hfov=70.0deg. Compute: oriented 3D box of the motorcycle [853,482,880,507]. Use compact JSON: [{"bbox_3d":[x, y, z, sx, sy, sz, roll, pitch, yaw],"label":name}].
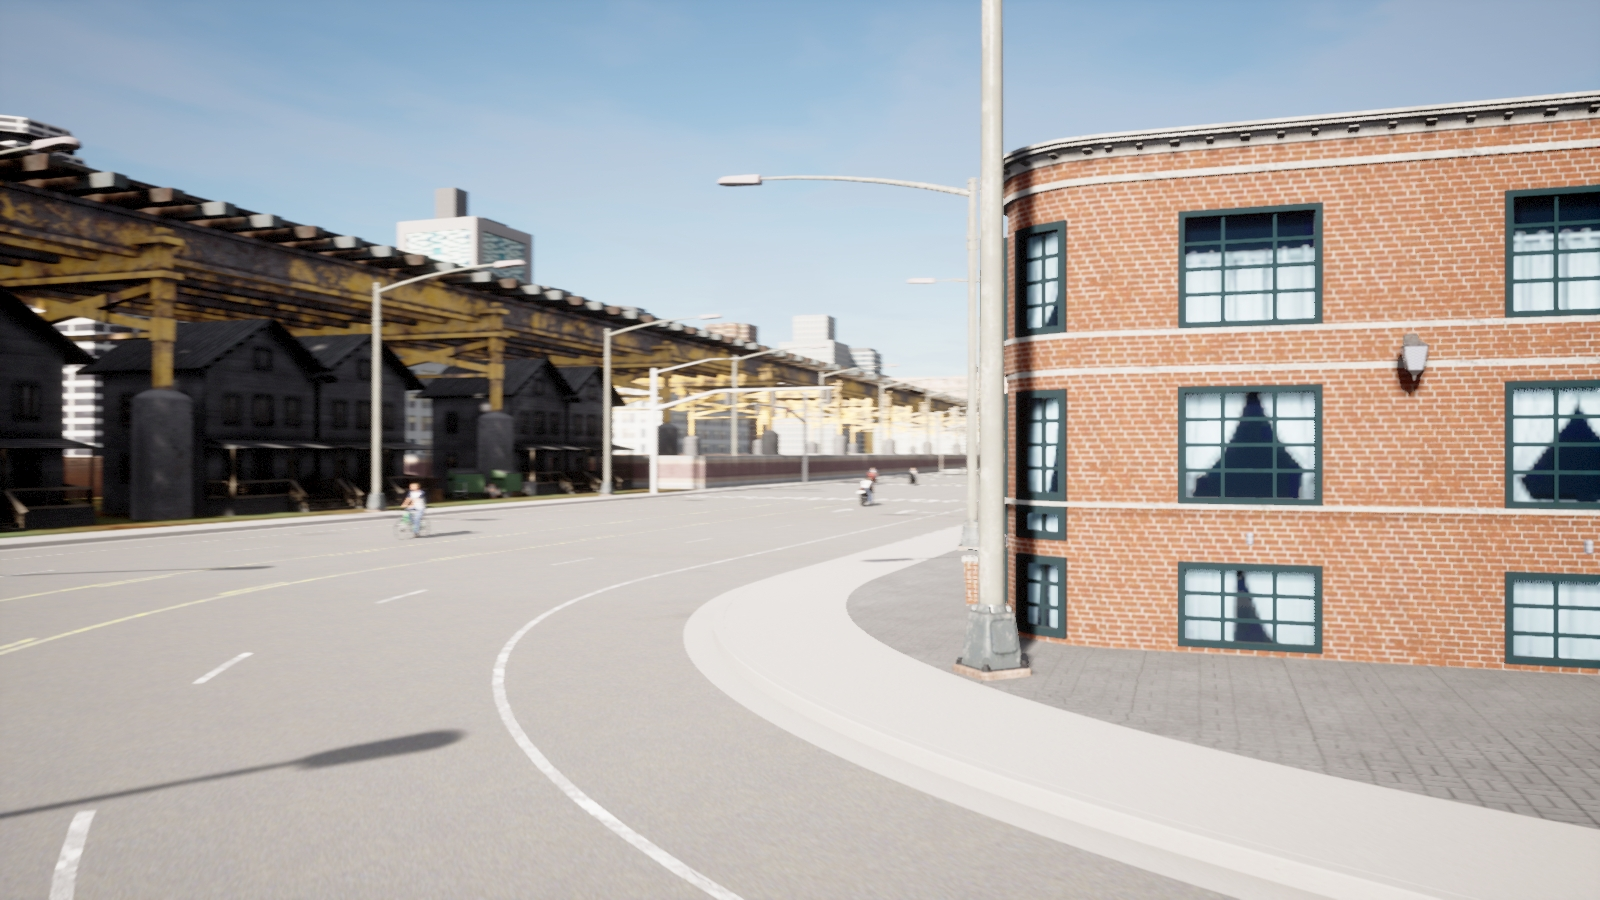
[{"bbox_3d":[3.418,2.263,58.559,0.803,1.224,2.033,0,0,20],"label":"motorcycle"}]
